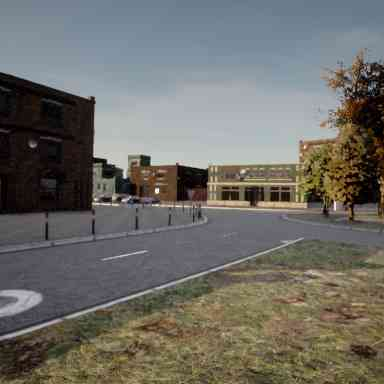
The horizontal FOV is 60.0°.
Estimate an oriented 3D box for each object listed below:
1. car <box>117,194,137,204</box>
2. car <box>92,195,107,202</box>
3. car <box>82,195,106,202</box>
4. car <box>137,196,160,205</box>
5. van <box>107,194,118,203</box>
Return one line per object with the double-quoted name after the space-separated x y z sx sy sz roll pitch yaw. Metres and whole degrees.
-12.748 1.573 69.969 2.185 1.767 4.553 1 -1 32 "car"
-19.803 1.393 74.420 2.185 1.767 4.553 2 -1 32 "car"
-22.282 1.449 75.937 2.097 1.535 5.008 2 -1 32 "car"
-8.188 1.825 67.016 2.163 1.488 4.792 1 -1 32 "car"
-15.283 1.412 71.396 1.878 1.987 4.442 1 -1 32 "van"
